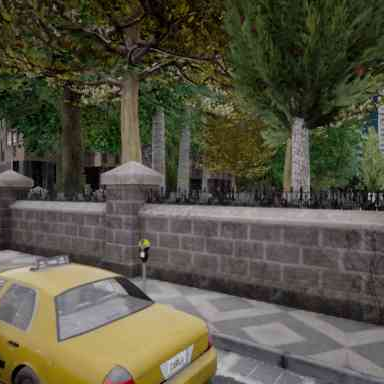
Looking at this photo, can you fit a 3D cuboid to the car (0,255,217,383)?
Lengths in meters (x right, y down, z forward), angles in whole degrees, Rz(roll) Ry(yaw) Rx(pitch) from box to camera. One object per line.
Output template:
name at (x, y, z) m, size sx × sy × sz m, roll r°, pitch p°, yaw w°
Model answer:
car at (-2.014, 1.525, 4.395) m, size 4.829 × 1.417 × 1.752 m, roll 0°, pitch 0°, yaw 35°
